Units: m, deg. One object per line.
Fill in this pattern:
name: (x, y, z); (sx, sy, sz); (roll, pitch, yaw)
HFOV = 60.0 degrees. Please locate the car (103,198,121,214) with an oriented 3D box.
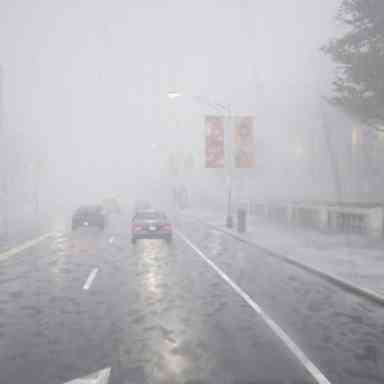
car: (-8.983, 1.447, 36.811); (2.097, 1.767, 4.553); (0, 0, -9)

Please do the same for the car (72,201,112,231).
car: (-6.433, 1.567, 21.382); (1.837, 1.490, 4.892); (0, 0, -9)

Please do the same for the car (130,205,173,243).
car: (-2.054, 1.580, 16.402); (2.033, 1.411, 5.357); (0, 0, -9)

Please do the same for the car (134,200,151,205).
car: (-5.651, 1.643, 38.118); (1.994, 1.385, 4.181); (0, 0, -9)
